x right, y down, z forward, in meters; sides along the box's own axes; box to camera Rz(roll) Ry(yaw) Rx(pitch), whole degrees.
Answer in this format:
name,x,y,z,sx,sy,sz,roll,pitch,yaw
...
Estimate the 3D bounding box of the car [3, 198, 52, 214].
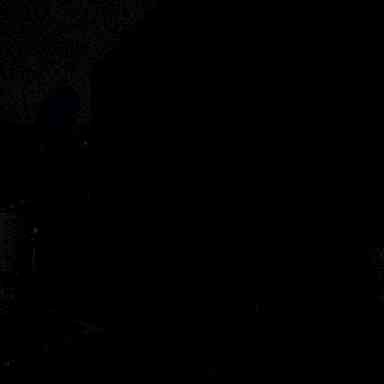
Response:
name,x,y,z,sx,sy,sz,roll,pitch,yaw
car,-16.723,1.384,34.021,1.812,1.442,4.674,1,1,36
